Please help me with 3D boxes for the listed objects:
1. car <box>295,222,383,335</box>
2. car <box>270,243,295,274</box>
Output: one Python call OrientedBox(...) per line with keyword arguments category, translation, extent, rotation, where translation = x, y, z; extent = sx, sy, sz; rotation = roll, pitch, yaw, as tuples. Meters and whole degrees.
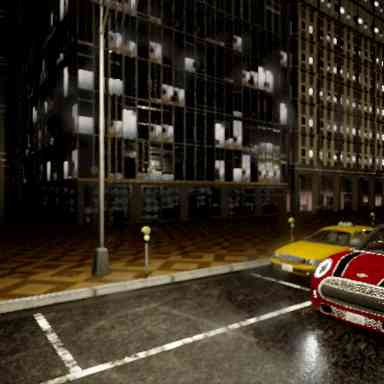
OrientedBox(category="car", translation=(4.380, 1.393, 6.504), extent=(4.553, 1.767, 2.097), rotation=(0, 0, -35))
OrientedBox(category="car", translation=(4.334, 1.577, 9.673), extent=(4.829, 1.417, 1.752), rotation=(0, -1, -36))
